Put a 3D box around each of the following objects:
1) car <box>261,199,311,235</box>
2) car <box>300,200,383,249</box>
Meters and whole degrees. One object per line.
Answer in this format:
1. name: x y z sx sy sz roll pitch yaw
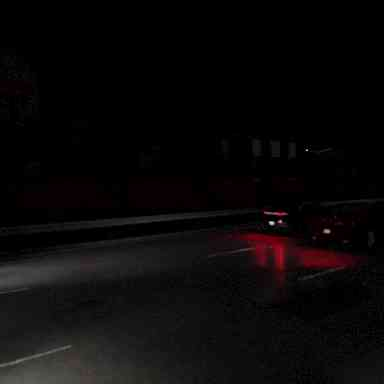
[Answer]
1. car: 5.534 1.107 16.287 4.902 1.511 2.128 -2 1 -35
2. car: 6.606 1.127 12.753 5.008 1.535 1.882 -2 1 -35
